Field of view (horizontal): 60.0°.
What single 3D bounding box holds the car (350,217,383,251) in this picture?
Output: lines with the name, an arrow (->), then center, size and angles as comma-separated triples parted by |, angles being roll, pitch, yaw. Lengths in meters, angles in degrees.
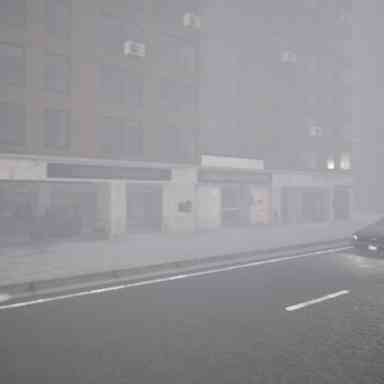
car -> 8.516, 1.585, 13.238 | 5.357, 1.411, 2.033 | 0, 0, -35
